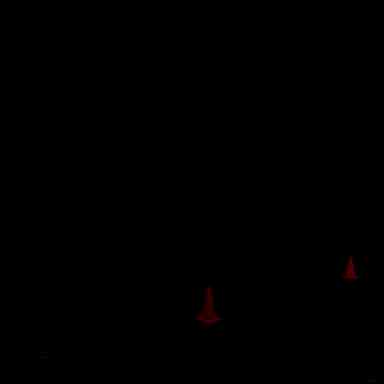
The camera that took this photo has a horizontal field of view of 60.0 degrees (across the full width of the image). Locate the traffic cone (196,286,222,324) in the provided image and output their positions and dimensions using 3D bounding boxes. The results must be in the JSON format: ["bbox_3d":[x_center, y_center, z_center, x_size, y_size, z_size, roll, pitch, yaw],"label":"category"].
[{"bbox_3d":[0.307,1.969,5.917,0.340,0.580,0.340,0,0,-37],"label":"traffic cone"}]

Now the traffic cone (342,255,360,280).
[{"bbox_3d":[4.266,2.004,8.935,0.340,0.580,0.340,1,0,-37],"label":"traffic cone"}]
